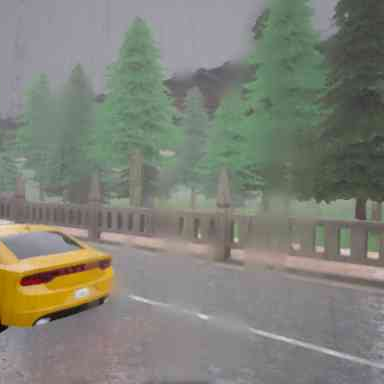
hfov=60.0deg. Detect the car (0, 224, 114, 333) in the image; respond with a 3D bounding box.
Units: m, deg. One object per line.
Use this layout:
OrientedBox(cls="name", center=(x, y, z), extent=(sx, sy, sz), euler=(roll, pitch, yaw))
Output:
OrientedBox(cls="car", center=(-3.714, 1.384, 6.617), extent=(5.008, 1.535, 1.882), euler=(1, 1, 36))
